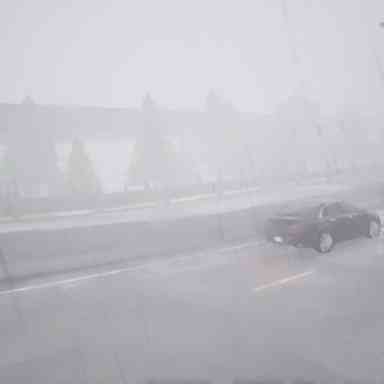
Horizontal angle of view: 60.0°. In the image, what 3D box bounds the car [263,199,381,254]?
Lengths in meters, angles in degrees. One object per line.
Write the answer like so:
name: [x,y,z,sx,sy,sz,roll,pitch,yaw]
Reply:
car: [4.523,0.994,11.296,4.892,1.490,1.837,-5,3,-36]
